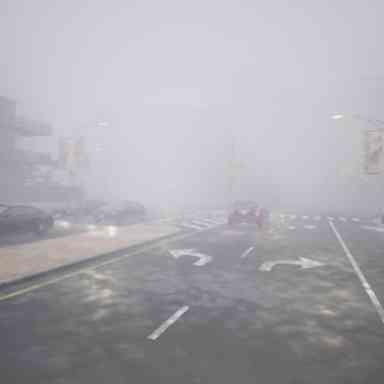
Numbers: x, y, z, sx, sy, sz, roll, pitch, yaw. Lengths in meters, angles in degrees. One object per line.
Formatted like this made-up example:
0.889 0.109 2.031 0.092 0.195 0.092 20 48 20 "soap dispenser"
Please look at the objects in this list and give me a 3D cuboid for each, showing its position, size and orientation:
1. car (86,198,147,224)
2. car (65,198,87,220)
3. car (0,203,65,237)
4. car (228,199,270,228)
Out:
-4.680 1.230 22.380 1.812 1.442 4.674 2 0 20 "car"
-7.741 1.161 24.192 2.033 1.411 5.357 2 0 21 "car"
-7.831 1.219 13.861 1.812 1.442 4.674 2 0 21 "car"
3.857 1.272 21.977 2.097 1.767 4.553 2 0 20 "car"
